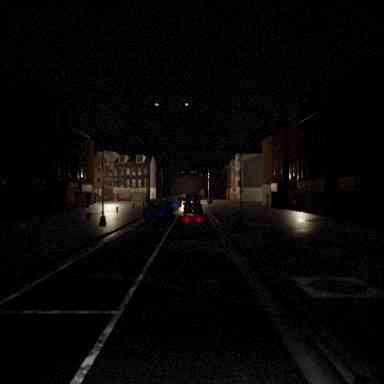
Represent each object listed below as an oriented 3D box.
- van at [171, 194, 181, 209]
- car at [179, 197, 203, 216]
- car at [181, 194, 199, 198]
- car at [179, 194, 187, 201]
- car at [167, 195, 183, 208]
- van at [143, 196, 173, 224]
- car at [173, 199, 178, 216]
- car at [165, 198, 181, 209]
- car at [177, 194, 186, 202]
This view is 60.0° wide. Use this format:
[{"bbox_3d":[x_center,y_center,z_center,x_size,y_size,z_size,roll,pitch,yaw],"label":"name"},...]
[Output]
[{"bbox_3d":[-2.629,1.429,41.486,1.690,1.788,3.998,0,0,0],"label":"van"},{"bbox_3d":[0.097,1.559,33.179,2.128,1.511,4.902,0,0,0],"label":"car"},{"bbox_3d":[0.062,1.315,43.575,2.150,2.045,5.566,0,0,1],"label":"car"},{"bbox_3d":[-2.610,1.572,95.052,2.192,1.841,5.009,0,0,0],"label":"car"},{"bbox_3d":[-2.625,1.431,52.354,2.192,1.841,5.009,0,0,0],"label":"car"},{"bbox_3d":[-2.634,1.390,25.185,1.690,1.788,3.998,0,0,0],"label":"van"},{"bbox_3d":[-2.631,1.627,30.618,1.947,1.339,4.313,0,0,0],"label":"car"},{"bbox_3d":[-2.625,1.646,46.920,1.887,1.381,4.507,0,0,0],"label":"car"},{"bbox_3d":[-2.614,1.532,84.198,2.192,1.841,5.009,0,0,0],"label":"car"}]
